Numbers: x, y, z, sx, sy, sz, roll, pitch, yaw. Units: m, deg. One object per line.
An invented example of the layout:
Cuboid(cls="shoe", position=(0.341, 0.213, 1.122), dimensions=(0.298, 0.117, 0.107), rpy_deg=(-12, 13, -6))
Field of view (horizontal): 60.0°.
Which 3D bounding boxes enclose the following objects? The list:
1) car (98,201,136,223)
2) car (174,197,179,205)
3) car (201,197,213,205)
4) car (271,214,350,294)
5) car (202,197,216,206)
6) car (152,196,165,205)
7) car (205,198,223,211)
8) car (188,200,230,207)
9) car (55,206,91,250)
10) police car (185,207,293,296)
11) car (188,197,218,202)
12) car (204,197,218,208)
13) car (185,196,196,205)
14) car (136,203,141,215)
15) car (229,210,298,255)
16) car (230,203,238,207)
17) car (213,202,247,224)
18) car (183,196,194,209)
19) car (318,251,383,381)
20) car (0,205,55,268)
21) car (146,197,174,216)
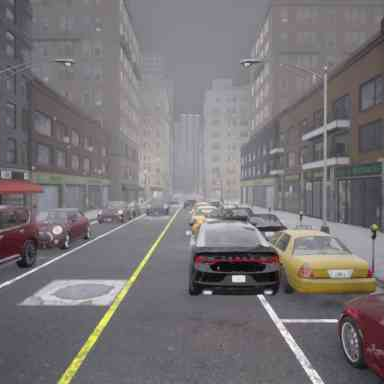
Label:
Cuboid(cls="car", position=(-5.780, 1.429, 25.212), dimensions=(1.967, 1.590, 4.097), rpy_deg=(-1, 0, 0))
Cuboid(cls="car", position=(-3.239, 1.526, 56.040), dimensions=(1.994, 1.385, 4.181), rpy_deg=(0, 0, -1))
Cuboid(cls="car", position=(2.626, 1.541, 58.764), dimensions=(1.802, 1.307, 4.206), rpy_deg=(-1, 0, 0))
Cuboid(cls="car", position=(2.824, 1.522, 8.661), dimensions=(1.752, 1.417, 4.829), rpy_deg=(-1, 0, 0))
Cuboid(cls="car", position=(2.648, 1.531, 53.178), dimensions=(1.947, 1.339, 4.313), rpy_deg=(-1, 0, 0))
Cuboid(cls="car", position=(-5.919, 1.504, 58.727), dimensions=(1.887, 1.381, 4.507), rpy_deg=(-1, 0, 0))
Cuboid(cls="car", position=(2.692, 1.528, 42.006), dimensions=(2.008, 1.369, 4.403), rpy_deg=(-1, 0, 0))
Cuboid(cls="car", position=(0.824, 1.448, 18.900), dimensions=(1.801, 1.575, 5.366), rpy_deg=(0, 0, 0))
Cuboid(cls="car", position=(-5.733, 1.435, 14.041), dimensions=(1.967, 1.590, 4.097), rpy_deg=(-1, 0, 0))
Cuboid(cls="police car", position=(0.866, 1.422, 8.820), dimensions=(1.930, 1.638, 5.238), rpy_deg=(0, 0, 0))
Cuboid(cls="car", position=(0.798, 1.445, 24.901), dimensions=(1.801, 1.575, 5.366), rpy_deg=(0, 0, 0))
Cuboid(cls="car", position=(2.669, 1.497, 47.762), dimensions=(1.752, 1.417, 4.829), rpy_deg=(-1, 0, 0))
Cuboid(cls="car", position=(-0.246, 1.436, 59.355), dimensions=(1.882, 1.535, 5.008), rpy_deg=(0, 0, 0))
Cuboid(cls="car", position=(-5.802, 1.568, 30.798), dimensions=(1.802, 1.307, 4.206), rpy_deg=(-1, 0, 0))
Cuboid(cls="car", position=(2.803, 1.561, 14.077), dimensions=(1.947, 1.339, 4.313), rpy_deg=(-1, 0, 0))
Cuboid(cls="car", position=(2.781, 1.558, 19.663), dimensions=(1.947, 1.339, 4.313), rpy_deg=(-1, 0, 0))
Cuboid(cls="car", position=(2.759, 1.540, 25.249), dimensions=(2.008, 1.369, 4.403), rpy_deg=(-1, 0, 0))
Cuboid(cls="car", position=(-0.176, 1.478, 45.612), dimensions=(1.837, 1.490, 4.892), rpy_deg=(0, 0, 0))
Cuboid(cls="car", position=(2.848, 1.581, 2.905), dimensions=(1.802, 1.307, 4.206), rpy_deg=(-1, 0, 0))
Cuboid(cls="car", position=(-5.711, 1.312, 8.456), dimensions=(2.192, 1.841, 5.009), rpy_deg=(-1, 0, 0))
Cuboid(cls="car", position=(-3.232, 1.337, 32.579), dimensions=(2.097, 1.767, 4.553), rpy_deg=(0, 0, 0))
